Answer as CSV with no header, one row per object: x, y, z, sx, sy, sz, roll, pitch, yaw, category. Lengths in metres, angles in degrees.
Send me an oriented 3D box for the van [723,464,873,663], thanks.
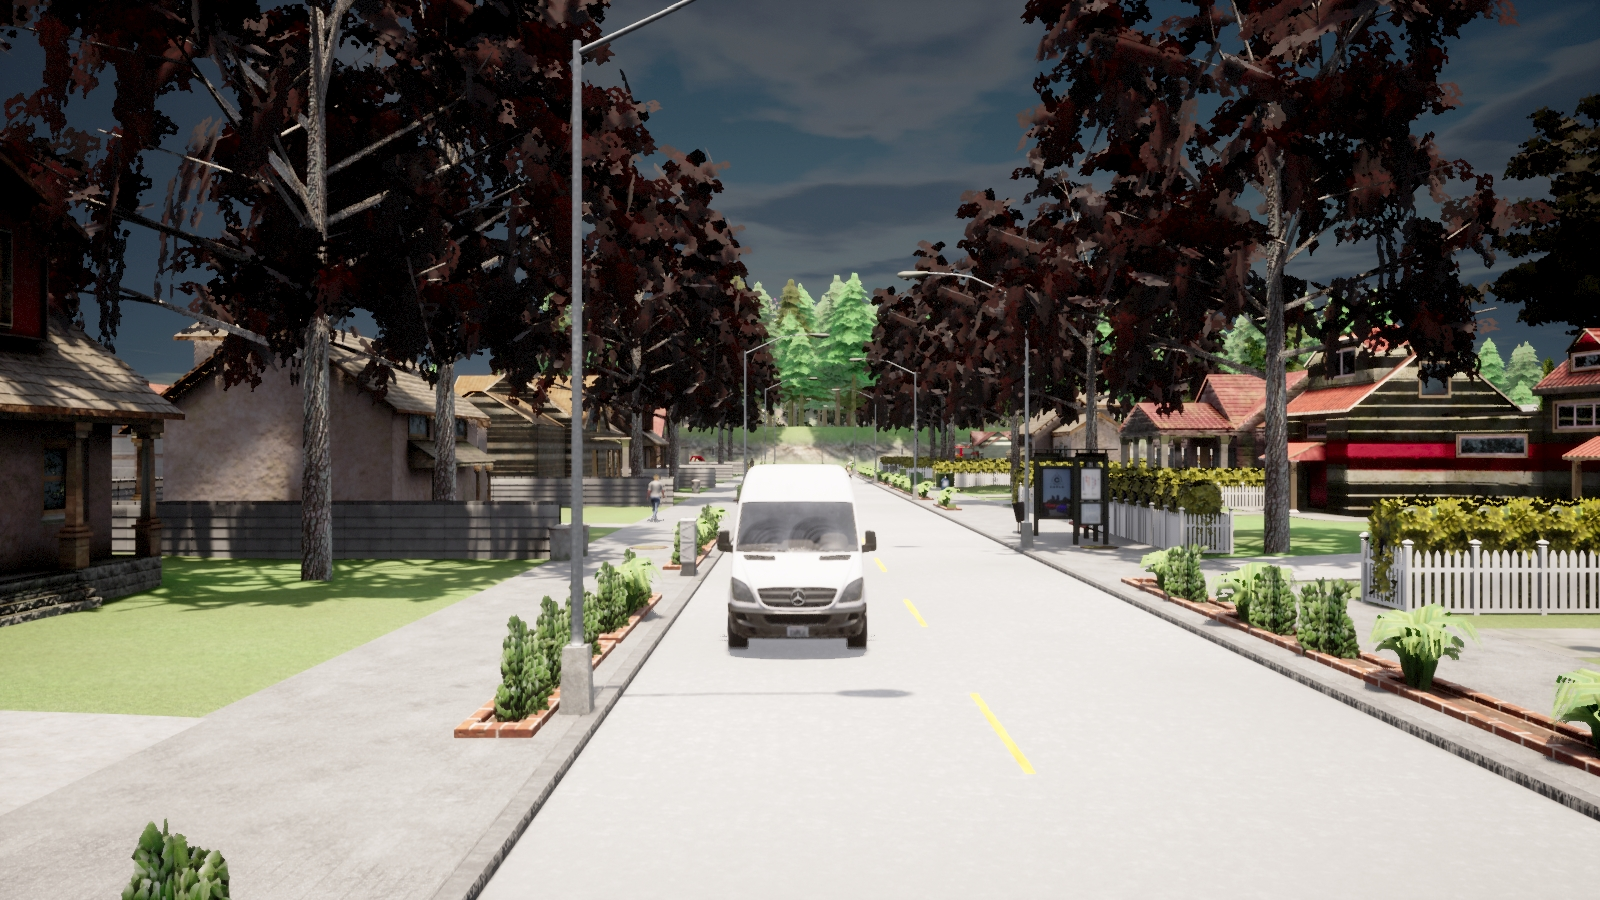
-0.035,1.534,18.085,1.988,2.561,5.915,0,0,0,van

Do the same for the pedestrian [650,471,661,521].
-5.456,1.743,43.129,0.375,1.860,0.375,0,0,2,pedestrian
